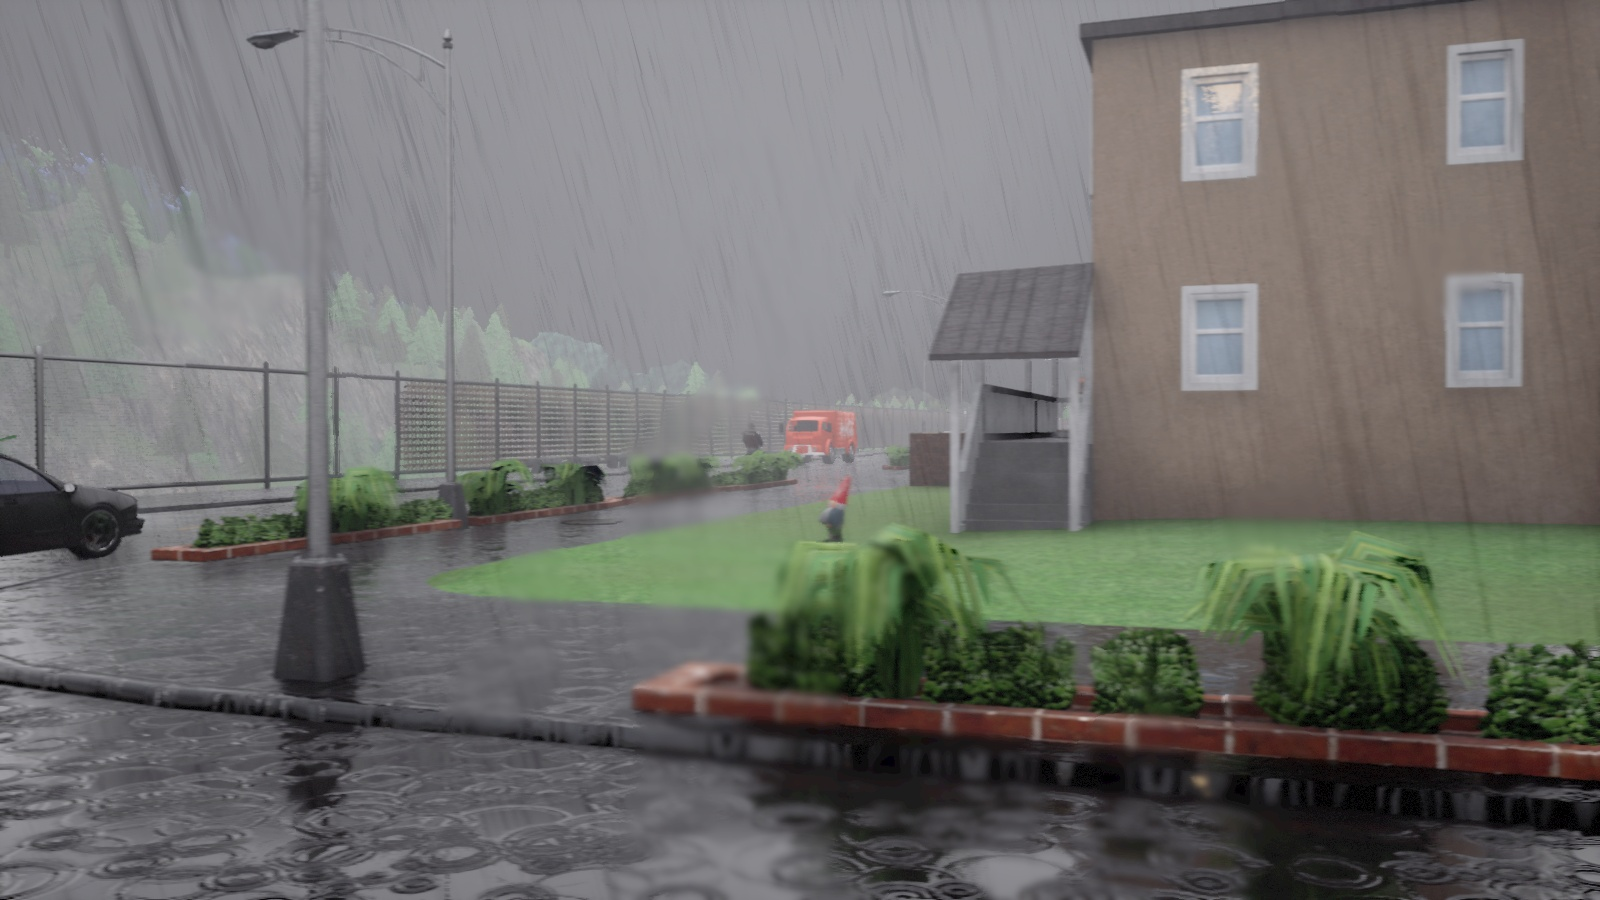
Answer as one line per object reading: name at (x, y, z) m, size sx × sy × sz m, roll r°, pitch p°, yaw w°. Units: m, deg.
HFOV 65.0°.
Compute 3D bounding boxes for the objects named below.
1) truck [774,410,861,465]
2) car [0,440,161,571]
truck at (0.879, -0.601, 59.019) m, size 2.627 × 2.467 × 5.204 m, roll 1°, pitch 1°, yaw 18°
car at (-9.770, 0.612, 14.127) m, size 2.033 × 1.411 × 5.357 m, roll 0°, pitch 1°, yaw 5°
